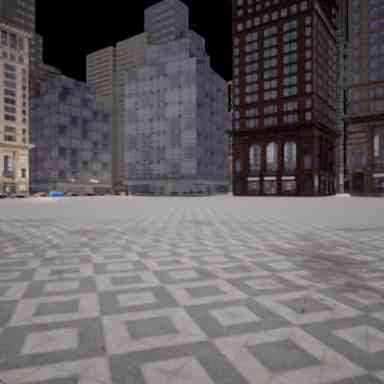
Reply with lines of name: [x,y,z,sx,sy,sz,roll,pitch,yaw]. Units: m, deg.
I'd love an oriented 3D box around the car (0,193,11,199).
car: [-48.356,0.897,82.050,2.192,1.841,5.009,1,1,36]
